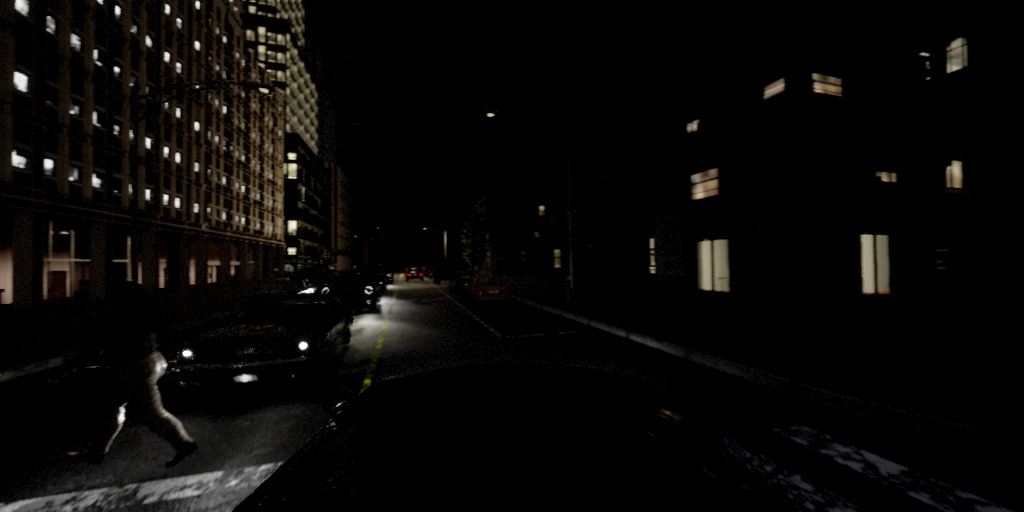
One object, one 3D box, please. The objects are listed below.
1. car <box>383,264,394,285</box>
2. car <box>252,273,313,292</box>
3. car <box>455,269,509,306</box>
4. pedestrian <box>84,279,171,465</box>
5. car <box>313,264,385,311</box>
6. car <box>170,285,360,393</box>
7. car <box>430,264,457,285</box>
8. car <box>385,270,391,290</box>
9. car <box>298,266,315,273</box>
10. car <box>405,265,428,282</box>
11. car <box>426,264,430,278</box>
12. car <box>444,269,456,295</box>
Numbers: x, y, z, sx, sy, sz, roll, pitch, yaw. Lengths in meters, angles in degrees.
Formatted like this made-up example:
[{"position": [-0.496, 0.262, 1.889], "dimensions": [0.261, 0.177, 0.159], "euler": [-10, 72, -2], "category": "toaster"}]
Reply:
[{"position": [-12.328, 1.766, 33.939], "dimensions": [2.097, 1.767, 4.553], "euler": [0, -1, -16], "category": "car"}, {"position": [-9.430, 1.612, 14.948], "dimensions": [2.007, 1.370, 4.403], "euler": [0, 0, -17], "category": "car"}, {"position": [-1.443, 1.542, 17.492], "dimensions": [1.751, 1.417, 4.829], "euler": [0, 0, -17], "category": "car"}, {"position": [-3.668, 1.102, 3.445], "dimensions": [0.375, 1.860, 0.375], "euler": [0, -1, -17], "category": "pedestrian"}, {"position": [-7.025, 1.405, 15.936], "dimensions": [2.097, 1.767, 4.553], "euler": [0, -1, -17], "category": "car"}, {"position": [-4.452, 1.481, 7.256], "dimensions": [1.895, 1.301, 4.718], "euler": [0, -1, -17], "category": "car"}, {"position": [-6.115, 1.651, 33.252], "dimensions": [2.192, 1.841, 5.009], "euler": [0, 0, -17], "category": "car"}, {"position": [-9.566, 1.825, 24.531], "dimensions": [1.895, 1.301, 4.718], "euler": [0, -1, -16], "category": "car"}, {"position": [-11.003, 1.482, 20.256], "dimensions": [2.192, 1.841, 5.009], "euler": [0, 0, -17], "category": "car"}, {"position": [-10.689, 2.038, 39.413], "dimensions": [2.033, 1.411, 5.357], "euler": [0, -1, -16], "category": "car"}, {"position": [-9.310, 2.078, 44.030], "dimensions": [1.751, 1.417, 4.829], "euler": [0, 0, -17], "category": "car"}, {"position": [-2.968, 1.705, 22.637], "dimensions": [1.802, 1.307, 4.207], "euler": [0, 0, -17], "category": "car"}]
